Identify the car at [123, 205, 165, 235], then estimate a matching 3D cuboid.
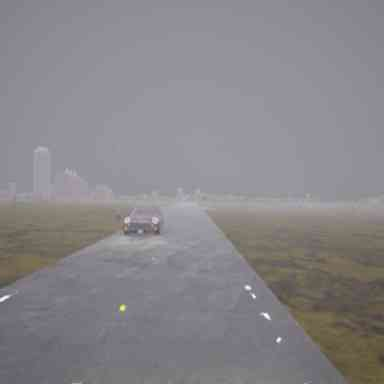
[{"bbox_3d":[-2.850,1.611,20.595,2.097,1.767,4.553,0,-1,0],"label":"car"}]
